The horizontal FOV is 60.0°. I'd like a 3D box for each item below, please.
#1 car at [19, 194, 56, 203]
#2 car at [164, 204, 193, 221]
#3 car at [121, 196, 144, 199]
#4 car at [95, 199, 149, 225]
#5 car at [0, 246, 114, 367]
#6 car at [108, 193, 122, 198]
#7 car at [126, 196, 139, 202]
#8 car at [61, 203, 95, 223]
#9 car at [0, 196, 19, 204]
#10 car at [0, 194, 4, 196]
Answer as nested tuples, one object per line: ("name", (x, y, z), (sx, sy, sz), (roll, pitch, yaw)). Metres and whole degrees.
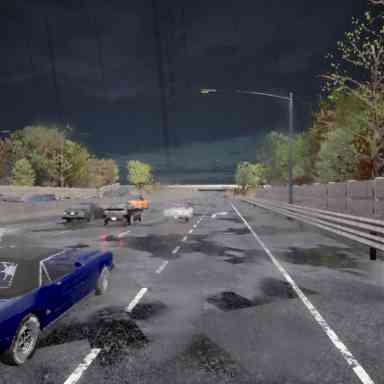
("car", (-17.739, 1.225, 38.328), (2.150, 2.045, 5.566), (0, 0, 5))
("car", (-0.988, 1.602, 27.080), (1.895, 1.301, 4.718), (0, 0, 5))
("car", (-6.748, 1.357, 41.080), (2.097, 1.767, 4.553), (0, 0, 5))
("car", (-4.798, 1.492, 23.867), (2.128, 1.511, 4.902), (0, 0, 5))
("car", (-2.923, 1.600, 5.776), (1.895, 1.301, 4.718), (0, 0, 5))
("car", (-17.683, 1.275, 76.558), (2.150, 2.045, 5.566), (0, 0, 5))
("car", (-13.971, 1.622, 78.730), (1.895, 1.301, 4.718), (0, 0, 5))
("car", (-8.133, 1.548, 25.796), (2.033, 1.411, 5.357), (0, 0, 5))
("car", (-21.422, 1.528, 36.341), (1.812, 1.442, 4.674), (0, 0, 5))
("car", (-24.267, 1.358, 43.842), (2.097, 1.767, 4.553), (0, 0, 6))
